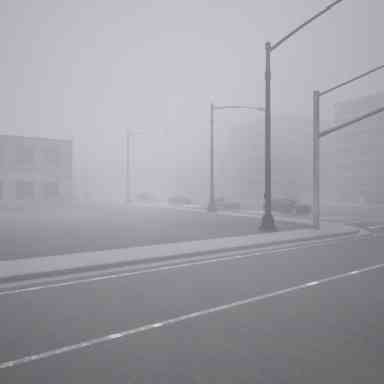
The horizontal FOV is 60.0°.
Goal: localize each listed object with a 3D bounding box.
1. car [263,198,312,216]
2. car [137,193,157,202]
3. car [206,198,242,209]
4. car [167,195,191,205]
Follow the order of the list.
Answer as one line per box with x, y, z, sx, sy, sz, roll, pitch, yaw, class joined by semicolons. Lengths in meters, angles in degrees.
9.066;1.344;31.972;1.882;1.535;5.008;0;1;-35;car
-7.640;0.865;56.399;2.128;1.511;4.902;0;1;-34;car
3.769;1.331;39.667;1.895;1.301;4.718;0;1;-34;car
-1.885;1.118;47.934;1.994;1.385;4.181;0;1;-34;car
